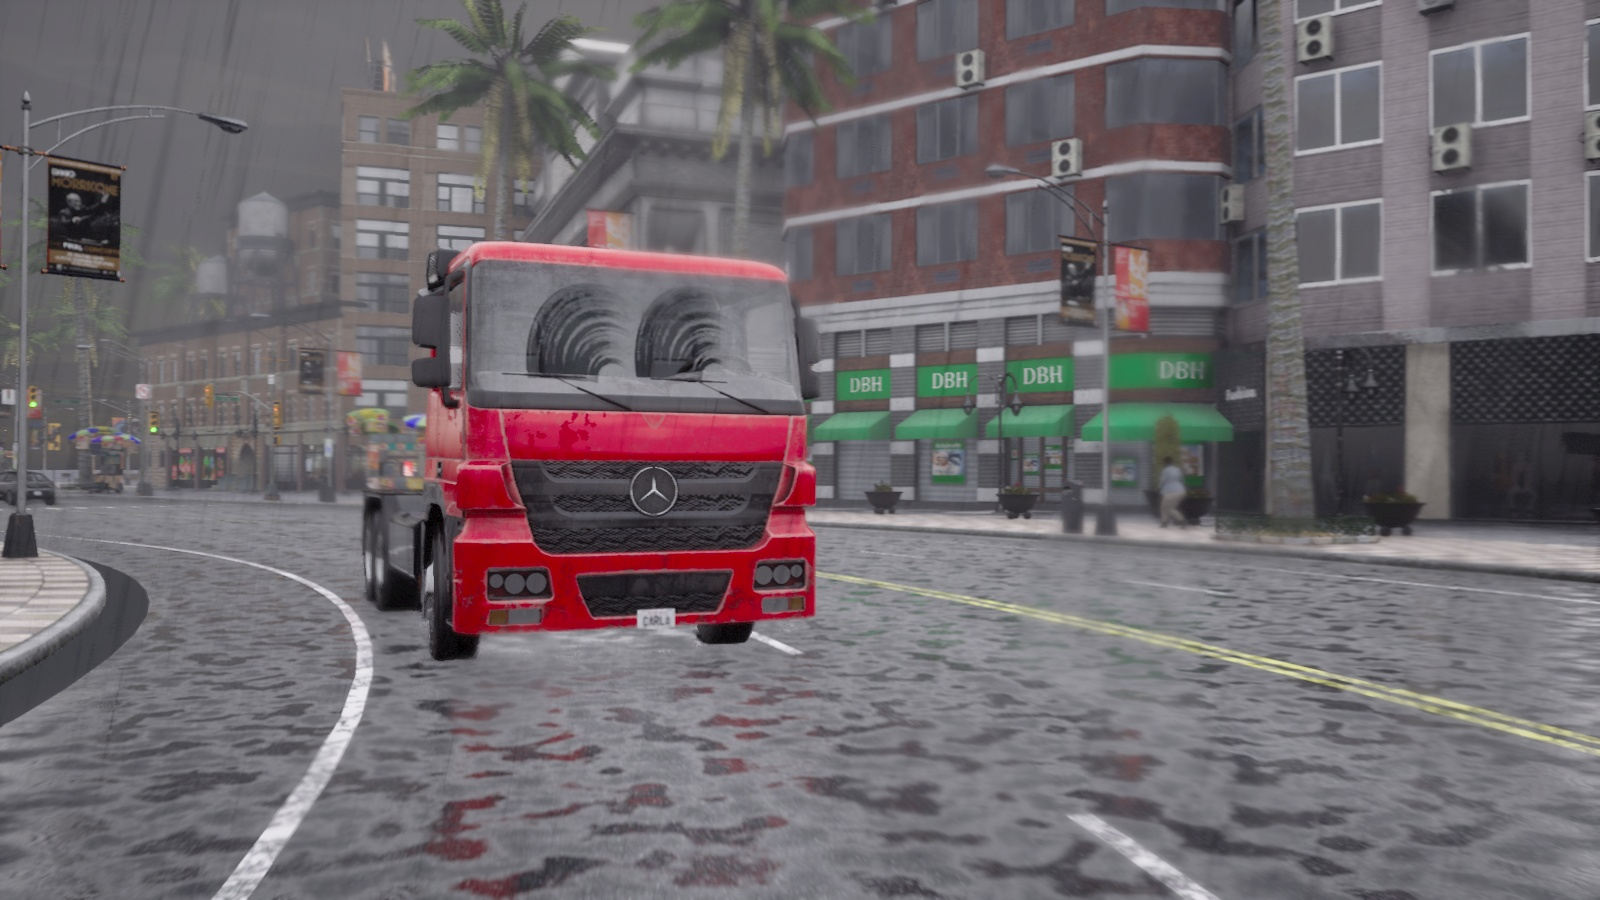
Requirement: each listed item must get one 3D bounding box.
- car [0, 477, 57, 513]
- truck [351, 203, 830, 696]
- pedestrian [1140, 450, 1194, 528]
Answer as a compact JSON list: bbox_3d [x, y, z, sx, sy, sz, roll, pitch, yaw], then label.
[{"bbox_3d":[-34.203,1.924,54.449,4.193,1.474,1.816,-1,-1,34],"label":"car"},{"bbox_3d":[-2.744,0.066,13.026,2.891,3.462,7.936,0,-1,-25],"label":"truck"},{"bbox_3d":[8.898,0.934,30.432,0.874,1.855,0.900,0,-1,-39],"label":"pedestrian"}]
